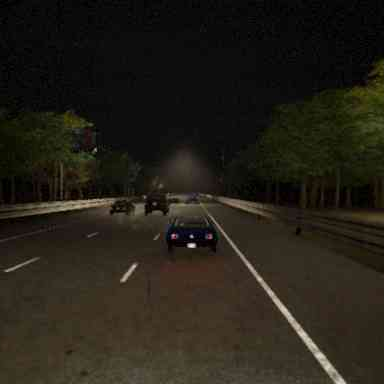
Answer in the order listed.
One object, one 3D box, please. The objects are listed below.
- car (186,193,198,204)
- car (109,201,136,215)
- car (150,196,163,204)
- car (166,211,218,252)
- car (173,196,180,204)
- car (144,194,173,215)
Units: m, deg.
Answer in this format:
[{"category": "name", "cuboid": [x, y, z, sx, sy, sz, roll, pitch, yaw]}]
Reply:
[{"category": "car", "cuboid": [0.087, 1.266, 65.918, 2.150, 2.045, 5.566, 0, -1, -1]}, {"category": "car", "cuboid": [-7.000, 1.583, 33.891, 2.033, 1.411, 5.357, 0, 0, 0]}, {"category": "car", "cuboid": [-6.930, 1.527, 65.280, 1.882, 1.535, 5.008, 0, 0, 0]}, {"category": "car", "cuboid": [-0.007, 1.608, 13.988, 1.895, 1.301, 4.718, 0, 0, 0]}, {"category": "car", "cuboid": [-3.426, 1.539, 65.438, 2.128, 1.511, 4.902, 0, 0, 0]}, {"category": "car", "cuboid": [-3.499, 1.260, 34.001, 2.150, 2.045, 5.566, 0, 0, 0]}]
